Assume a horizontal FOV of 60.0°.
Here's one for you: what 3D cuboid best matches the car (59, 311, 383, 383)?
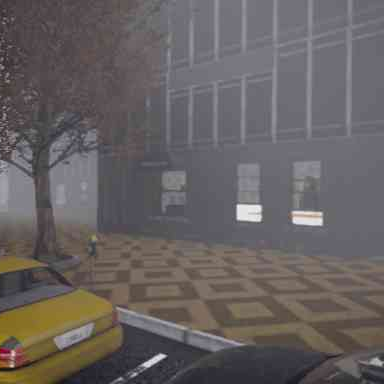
[{"bbox_3d":[1.584,1.550,1.578,4.403,1.369,2.008,0,1,36],"label":"car"}]

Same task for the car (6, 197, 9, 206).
[{"bbox_3d":[-25.023,1.521,49.626,2.192,1.841,5.009,1,0,35],"label":"car"}]

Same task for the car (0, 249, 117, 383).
[{"bbox_3d":[-3.153,1.537,4.956,4.829,1.417,1.752,0,1,36],"label":"car"}]
